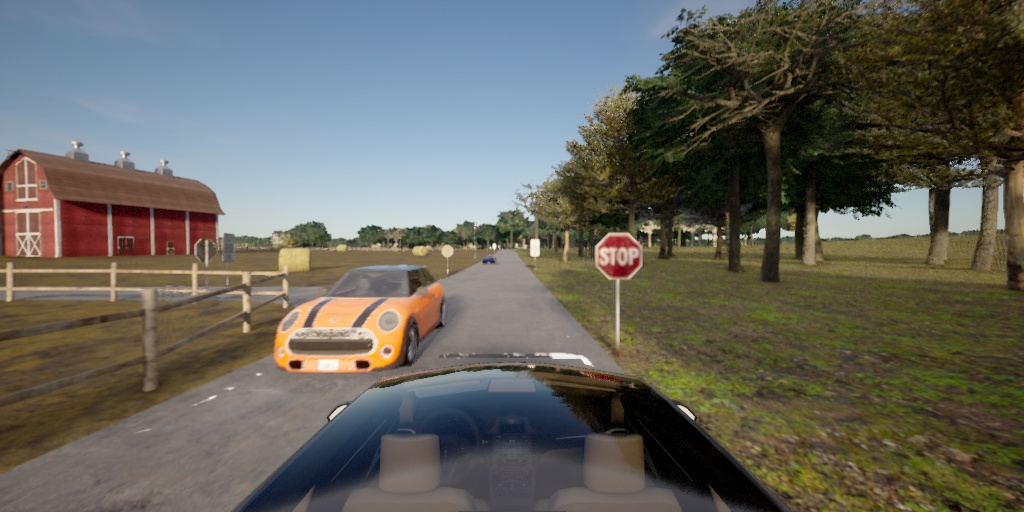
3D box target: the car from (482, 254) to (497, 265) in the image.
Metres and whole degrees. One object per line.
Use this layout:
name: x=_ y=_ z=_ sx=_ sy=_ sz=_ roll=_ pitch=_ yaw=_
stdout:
car: x=-2.929 y=0.459 z=47.147 sx=1.895 sy=1.301 sz=4.718 roll=0 pitch=1 yaw=0

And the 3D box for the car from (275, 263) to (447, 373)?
car: x=-2.769 y=0.997 z=7.629 sx=2.097 sy=1.767 sz=4.553 roll=0 pitch=1 yaw=0
